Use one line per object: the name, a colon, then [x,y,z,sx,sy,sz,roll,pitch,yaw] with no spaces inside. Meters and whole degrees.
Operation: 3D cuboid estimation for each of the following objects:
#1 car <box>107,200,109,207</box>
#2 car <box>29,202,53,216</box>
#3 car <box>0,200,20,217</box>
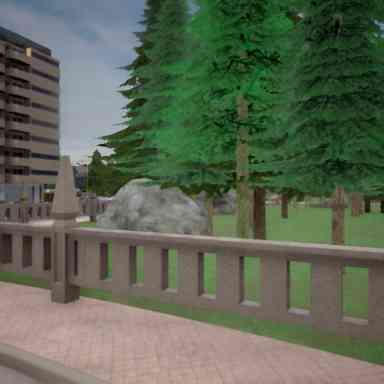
car: [-11.567,1.394,52.321,2.097,1.767,4.553,0,0,26]
car: [-13.246,1.610,32.162,1.994,1.385,4.181,0,0,25]
car: [-17.309,1.608,32.229,1.994,1.385,4.181,0,0,26]
